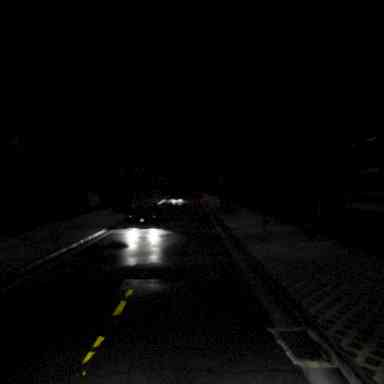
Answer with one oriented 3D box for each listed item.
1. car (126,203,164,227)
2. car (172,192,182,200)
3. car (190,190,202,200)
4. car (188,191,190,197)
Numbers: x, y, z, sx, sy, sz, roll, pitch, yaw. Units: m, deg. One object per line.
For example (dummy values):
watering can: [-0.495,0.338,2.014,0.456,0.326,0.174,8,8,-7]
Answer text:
car: [-2.849,1.388,20.957,1.994,1.385,4.181,0,1,0]
car: [-2.782,0.668,62.375,2.128,1.511,4.902,0,1,1]
car: [0.963,0.715,61.557,1.812,1.442,4.674,0,1,0]
car: [0.001,0.339,79.481,2.033,1.411,5.357,0,1,0]
